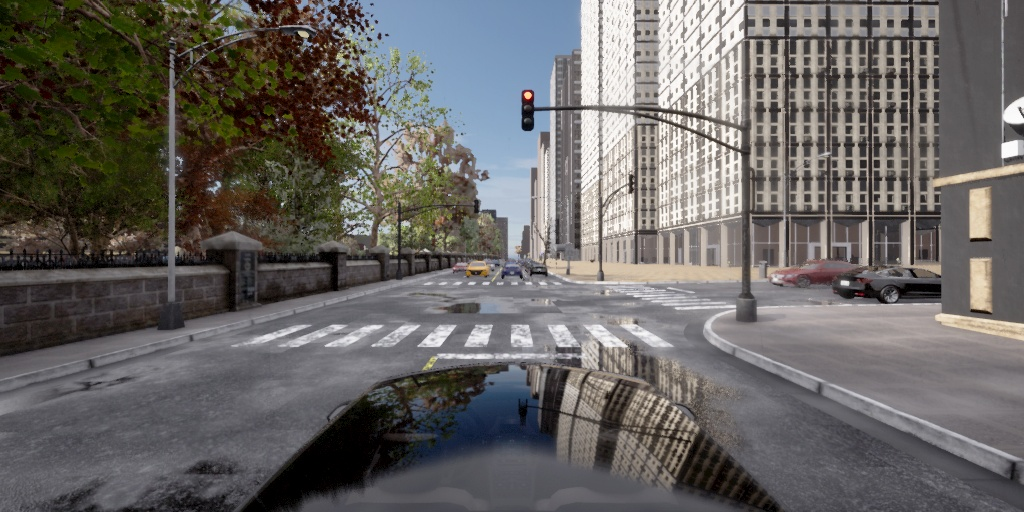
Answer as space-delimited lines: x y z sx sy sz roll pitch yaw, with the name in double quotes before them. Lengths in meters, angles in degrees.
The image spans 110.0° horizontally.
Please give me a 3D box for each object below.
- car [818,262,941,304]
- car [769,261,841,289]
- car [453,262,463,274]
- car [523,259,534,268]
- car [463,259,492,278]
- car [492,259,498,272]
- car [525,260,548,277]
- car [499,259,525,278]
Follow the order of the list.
"car" 14.649 1.026 13.547 4.313 1.339 1.948 0 0 0
"car" 16.555 0.978 19.357 4.674 1.442 1.812 -1 0 0
"car" -5.815 1.350 41.699 1.802 1.307 4.207 0 0 0
"car" 2.952 1.296 64.406 1.837 1.490 4.892 0 0 0
"car" -3.199 1.241 34.263 1.882 1.535 5.008 0 0 0
"car" -3.234 1.373 46.436 1.895 1.301 4.718 0 0 0
"car" 2.583 1.330 36.092 1.948 1.339 4.313 0 0 0
"car" 0.004 1.288 33.288 1.812 1.442 4.674 0 0 0
